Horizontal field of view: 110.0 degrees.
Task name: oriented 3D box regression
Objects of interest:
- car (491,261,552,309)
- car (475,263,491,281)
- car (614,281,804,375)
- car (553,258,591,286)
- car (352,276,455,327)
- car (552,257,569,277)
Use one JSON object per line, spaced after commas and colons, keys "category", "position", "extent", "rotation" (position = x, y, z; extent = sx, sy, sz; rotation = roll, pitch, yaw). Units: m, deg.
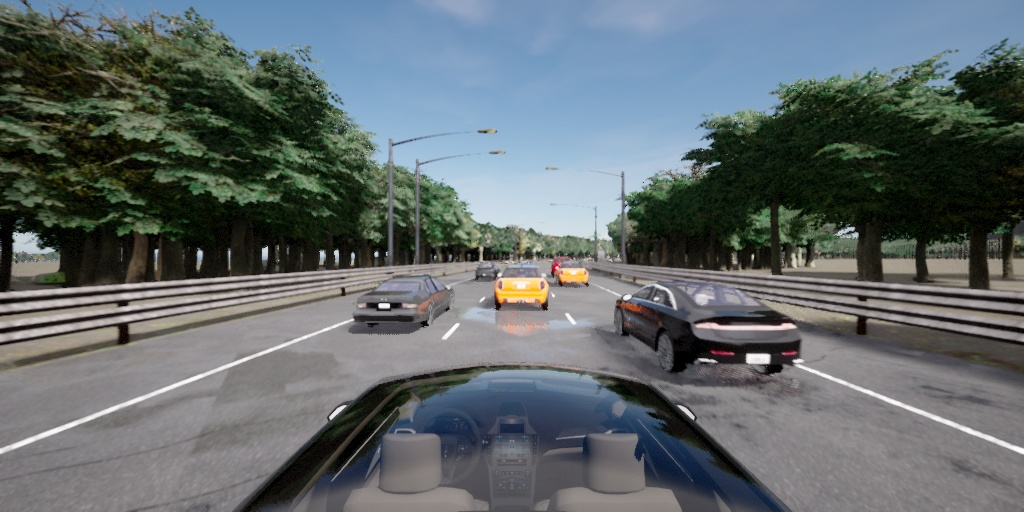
{"category": "car", "position": [0.426, 1.170, 15.573], "extent": [2.097, 1.767, 4.553], "rotation": [0, 0, 2]}
{"category": "car", "position": [-2.098, 1.389, 32.377], "extent": [2.128, 1.511, 4.902], "rotation": [0, 0, 4]}
{"category": "car", "position": [3.577, 1.272, 7.569], "extent": [2.128, 1.511, 4.902], "rotation": [0, 0, 1]}
{"category": "car", "position": [4.396, 1.225, 26.795], "extent": [2.097, 1.767, 4.553], "rotation": [0, 0, 4]}
{"category": "car", "position": [-3.223, 1.345, 11.760], "extent": [2.033, 1.411, 5.357], "rotation": [0, 0, 2]}
{"category": "car", "position": [5.345, 1.152, 38.613], "extent": [2.150, 2.045, 5.566], "rotation": [0, 0, 6]}
